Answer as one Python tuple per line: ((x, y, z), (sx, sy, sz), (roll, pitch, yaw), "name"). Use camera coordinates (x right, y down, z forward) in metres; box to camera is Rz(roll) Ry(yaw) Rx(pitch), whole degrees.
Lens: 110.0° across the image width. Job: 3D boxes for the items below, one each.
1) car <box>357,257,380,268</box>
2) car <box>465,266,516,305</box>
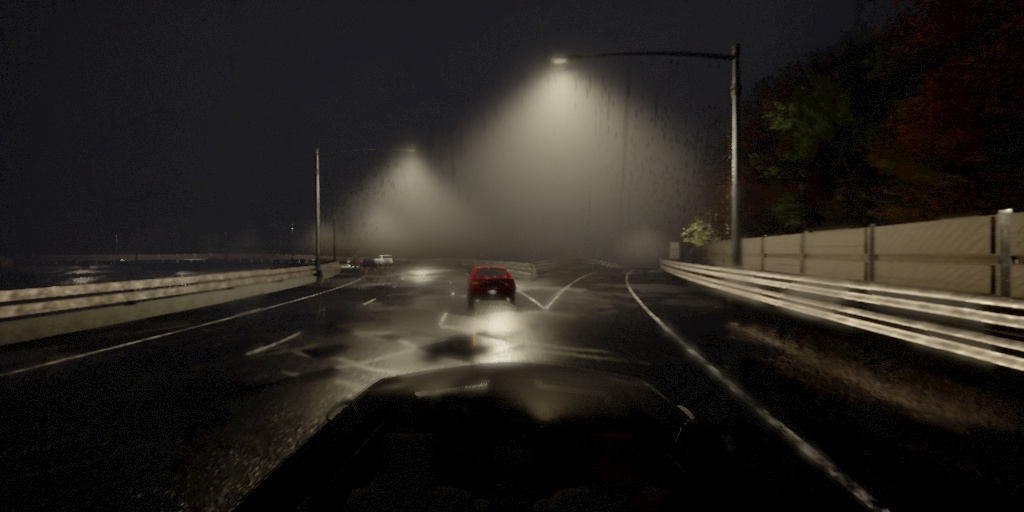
((-22.981, 1.185, 57.340), (1.812, 1.442, 4.674), (-1, 0, -31), "car")
((-0.987, 1.173, 15.655), (1.882, 1.535, 5.008), (0, 0, -7), "car")
